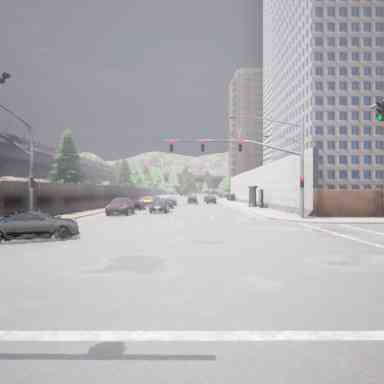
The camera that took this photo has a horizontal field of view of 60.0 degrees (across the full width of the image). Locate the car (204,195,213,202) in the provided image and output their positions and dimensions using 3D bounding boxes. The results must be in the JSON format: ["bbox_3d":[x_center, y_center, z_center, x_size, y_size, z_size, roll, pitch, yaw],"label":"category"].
[{"bbox_3d":[3.610,1.500,74.516,1.837,1.490,4.892,0,0,0],"label":"car"}]

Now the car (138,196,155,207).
[{"bbox_3d":[-7.012,1.478,51.376,1.882,1.535,5.008,0,0,0],"label":"car"}]

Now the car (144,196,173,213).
[{"bbox_3d":[-3.535,1.491,36.458,2.128,1.511,4.902,0,0,0],"label":"car"}]

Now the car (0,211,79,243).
[{"bbox_3d":[-7.555,1.588,15.710,4.181,1.385,1.994,0,0,-23],"label":"car"}]

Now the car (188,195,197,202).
[{"bbox_3d":[0.109,1.328,74.467,1.837,1.490,4.892,0,0,0],"label":"car"}]

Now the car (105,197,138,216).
[{"bbox_3d":[-7.045,1.352,32.874,2.097,1.767,4.553,0,0,0],"label":"car"}]

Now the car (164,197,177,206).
[{"bbox_3d":[-3.496,1.601,55.360,1.895,1.301,4.718,0,0,0],"label":"car"}]

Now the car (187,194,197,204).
[{"bbox_3d":[0.094,1.478,64.245,1.882,1.535,5.008,0,0,0],"label":"car"}]

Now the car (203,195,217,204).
[{"bbox_3d":[3.694,1.505,64.119,1.837,1.490,4.892,0,0,0],"label":"car"}]

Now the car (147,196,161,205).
[{"bbox_3d":[-6.973,1.478,61.449,1.882,1.535,5.008,0,0,1],"label":"car"}]

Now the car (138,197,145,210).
[{"bbox_3d":[-7.032,1.601,41.860,1.895,1.301,4.718,0,0,0],"label":"car"}]

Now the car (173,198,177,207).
[{"bbox_3d":[-3.531,1.564,45.378,1.994,1.385,4.181,0,0,-1],"label":"car"}]
